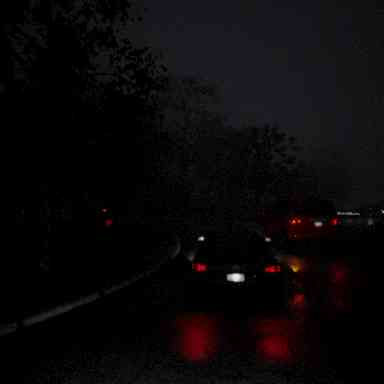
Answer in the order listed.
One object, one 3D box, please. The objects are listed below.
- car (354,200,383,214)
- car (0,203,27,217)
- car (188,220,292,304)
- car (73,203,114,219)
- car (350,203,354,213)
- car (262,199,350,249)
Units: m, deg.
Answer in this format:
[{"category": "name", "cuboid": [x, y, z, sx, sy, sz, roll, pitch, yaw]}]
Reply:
[{"category": "car", "cuboid": [25.934, 2.349, 48.406, 4.892, 1.490, 1.837, 1, -1, -43]}, {"category": "car", "cuboid": [-19.257, 1.820, 33.937, 4.674, 1.442, 1.812, 0, 0, 9]}, {"category": "car", "cuboid": [1.064, 1.624, 8.360, 1.994, 1.385, 4.181, 0, -1, 7]}, {"category": "car", "cuboid": [-9.207, 1.805, 31.580, 4.674, 1.442, 1.812, 0, -1, 29]}, {"category": "car", "cuboid": [24.131, 2.400, 51.129, 4.674, 1.442, 1.812, 2, -1, -43]}, {"category": "car", "cuboid": [4.774, 1.351, 15.341, 2.150, 2.045, 5.566, 0, -1, -1]}]
